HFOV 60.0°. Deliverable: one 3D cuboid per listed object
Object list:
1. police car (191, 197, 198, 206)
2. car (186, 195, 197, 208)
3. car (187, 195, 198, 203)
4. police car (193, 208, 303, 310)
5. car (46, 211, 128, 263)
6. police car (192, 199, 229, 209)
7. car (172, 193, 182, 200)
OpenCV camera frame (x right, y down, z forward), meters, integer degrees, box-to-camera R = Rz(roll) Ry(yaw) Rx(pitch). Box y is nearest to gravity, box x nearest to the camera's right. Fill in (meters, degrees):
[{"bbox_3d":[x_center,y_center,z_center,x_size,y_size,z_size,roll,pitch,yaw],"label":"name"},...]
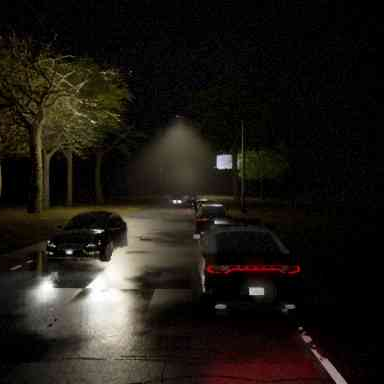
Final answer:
[{"bbox_3d":[1.107,1.420,24.044,1.930,1.638,5.238,0,0,0],"label":"police car"},{"bbox_3d":[0.147,1.387,46.033,2.128,1.511,4.902,0,0,1],"label":"car"},{"bbox_3d":[0.158,1.277,65.584,2.033,1.411,5.357,0,1,0],"label":"car"},{"bbox_3d":[1.069,1.425,8.046,1.930,1.638,5.238,0,0,0],"label":"police car"},{"bbox_3d":[-3.572,1.504,12.123,1.837,1.490,4.892,0,0,0],"label":"car"},{"bbox_3d":[1.093,1.425,18.046,1.930,1.638,5.238,0,0,0],"label":"police car"},{"bbox_3d":[-3.317,1.069,75.373,2.128,1.511,4.902,0,1,0],"label":"car"}]
